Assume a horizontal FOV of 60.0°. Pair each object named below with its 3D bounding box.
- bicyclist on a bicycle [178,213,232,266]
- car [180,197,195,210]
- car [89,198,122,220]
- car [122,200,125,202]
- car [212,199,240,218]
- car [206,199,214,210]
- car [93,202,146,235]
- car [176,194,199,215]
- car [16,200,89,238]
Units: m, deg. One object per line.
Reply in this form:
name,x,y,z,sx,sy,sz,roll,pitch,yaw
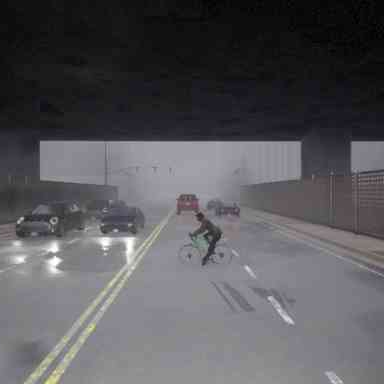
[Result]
bicyclist on a bicycle,0.405,1.452,10.087,1.656,1.620,0.582,0,0,-1
car,-0.623,1.477,44.985,1.882,1.535,5.008,0,0,-1
car,-7.367,1.352,27.006,2.097,1.767,4.553,0,0,-1
car,-7.507,1.491,32.464,2.128,1.511,4.902,0,0,-1
car,3.182,1.601,30.681,1.895,1.301,4.718,0,0,-1
car,2.989,1.564,43.273,1.994,1.385,4.181,0,0,-1
car,-3.824,1.548,19.262,2.033,1.411,5.357,0,0,0
car,-0.422,1.221,34.276,2.150,2.045,5.566,0,0,-1
car,-7.328,1.352,17.597,2.097,1.767,4.553,0,0,-1
